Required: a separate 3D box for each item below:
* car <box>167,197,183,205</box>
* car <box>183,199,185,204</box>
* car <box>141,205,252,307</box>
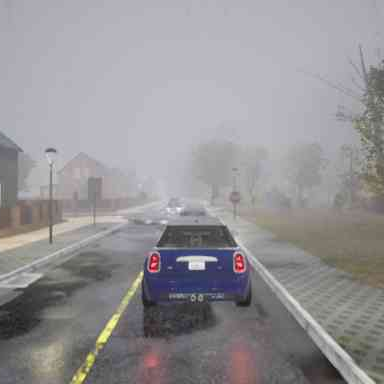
[{"bbox_3d":[-2.731,1.650,51.114,1.812,1.442,4.674,0,0,0],"label":"car"},{"bbox_3d":[-2.611,1.723,67.710,1.812,1.442,4.674,0,0,0],"label":"car"},{"bbox_3d":[0.096,1.361,8.163,2.097,1.767,4.553,0,0,0],"label":"car"}]
